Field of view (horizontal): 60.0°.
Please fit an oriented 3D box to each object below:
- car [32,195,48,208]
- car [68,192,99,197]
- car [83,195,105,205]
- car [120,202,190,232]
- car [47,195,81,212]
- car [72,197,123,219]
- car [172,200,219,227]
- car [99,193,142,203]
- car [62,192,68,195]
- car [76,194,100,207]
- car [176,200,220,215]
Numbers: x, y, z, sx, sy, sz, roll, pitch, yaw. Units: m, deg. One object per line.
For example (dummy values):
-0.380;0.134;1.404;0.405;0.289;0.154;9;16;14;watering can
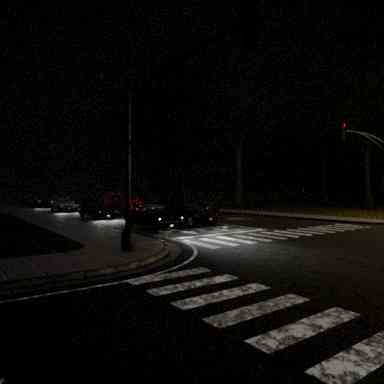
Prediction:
-19.945;1.200;44.498;2.097;1.767;4.553;0;0;-35;car
-12.719;1.084;40.007;2.150;2.045;5.566;0;0;-36;car
-16.939;1.307;57.218;2.128;1.511;4.902;0;0;-36;car
-2.397;1.541;20.214;1.895;1.301;4.718;0;0;-36;car
-14.090;1.400;36.355;1.812;1.442;4.674;0;0;-36;car
-8.056;1.454;28.027;2.033;1.411;5.357;0;0;-36;car
-0.245;1.409;22.788;1.882;1.535;5.008;0;0;-35;car
-6.477;1.116;31.381;2.150;2.045;5.566;0;0;-36;car
-21.442;1.037;57.716;2.150;2.045;5.566;0;0;-36;car
-15.631;1.185;49.794;2.097;1.767;4.553;0;0;-35;car
0.526;1.492;33.096;1.895;1.301;4.718;0;0;-36;car
